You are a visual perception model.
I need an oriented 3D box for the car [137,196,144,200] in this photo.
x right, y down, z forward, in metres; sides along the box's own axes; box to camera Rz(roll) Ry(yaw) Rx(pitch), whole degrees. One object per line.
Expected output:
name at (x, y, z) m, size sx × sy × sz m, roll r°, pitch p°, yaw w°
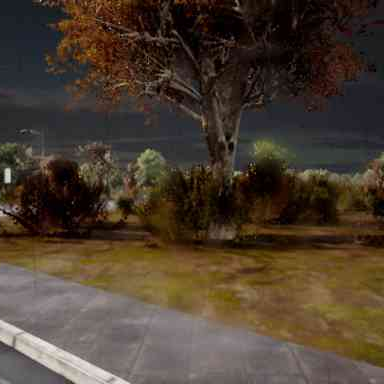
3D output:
car at (-8.627, 1.137, 63.422) m, size 1.882 × 1.535 × 5.008 m, roll 1°, pitch 0°, yaw 34°

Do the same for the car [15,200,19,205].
car at (-21.145, 1.143, 44.646) m, size 1.882 × 1.535 × 5.008 m, roll 1°, pitch 0°, yaw 34°
